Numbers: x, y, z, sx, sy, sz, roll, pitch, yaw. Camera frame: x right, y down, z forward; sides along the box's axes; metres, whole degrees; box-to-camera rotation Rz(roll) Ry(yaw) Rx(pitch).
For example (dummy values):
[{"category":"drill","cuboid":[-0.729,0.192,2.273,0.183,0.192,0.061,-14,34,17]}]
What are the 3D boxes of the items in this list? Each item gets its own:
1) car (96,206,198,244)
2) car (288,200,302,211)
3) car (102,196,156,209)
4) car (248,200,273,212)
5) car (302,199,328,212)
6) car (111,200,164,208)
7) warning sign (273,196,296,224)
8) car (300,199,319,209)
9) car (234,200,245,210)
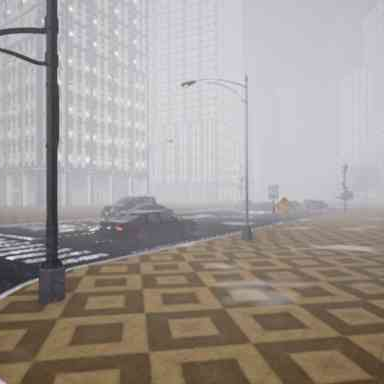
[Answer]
[{"category":"car","cuboid":[-2.007,1.620,16.393,2.033,1.411,5.357,0,-1,40]},{"category":"car","cuboid":[13.498,1.812,44.567,1.812,1.442,4.674,0,0,34]},{"category":"car","cuboid":[-5.198,1.385,28.681,2.150,2.045,5.566,0,0,34]},{"category":"car","cuboid":[9.293,1.848,44.282,1.994,1.385,4.181,0,-1,34]},{"category":"car","cuboid":[16.017,1.749,42.481,1.882,1.535,5.008,0,0,33]},{"category":"car","cuboid":[-3.450,1.619,25.476,1.882,1.535,5.008,0,0,34]},{"category":"warning sign","cuboid":[6.453,1.245,23.214,1.300,1.860,1.060,0,0,34]},{"category":"car","cuboid":[18.750,1.848,53.011,1.837,1.490,4.892,0,0,31]},{"category":"car","cuboid":[7.743,1.834,47.817,1.812,1.442,4.674,0,-1,33]}]
